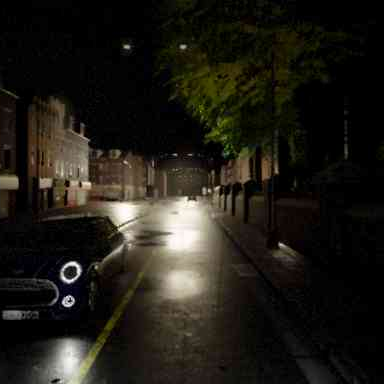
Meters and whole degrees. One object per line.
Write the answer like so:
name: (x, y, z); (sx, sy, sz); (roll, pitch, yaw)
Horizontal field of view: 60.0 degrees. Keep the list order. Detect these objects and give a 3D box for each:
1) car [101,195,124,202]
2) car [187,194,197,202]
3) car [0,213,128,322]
car: (-15.054, 1.308, 62.766); (4.313, 1.339, 1.947); (1, -1, 0)
car: (-0.002, 1.256, 72.437); (2.097, 1.767, 4.553); (0, 0, 0)
car: (-2.836, 1.354, 7.479); (2.097, 1.767, 4.553); (0, 0, 0)
